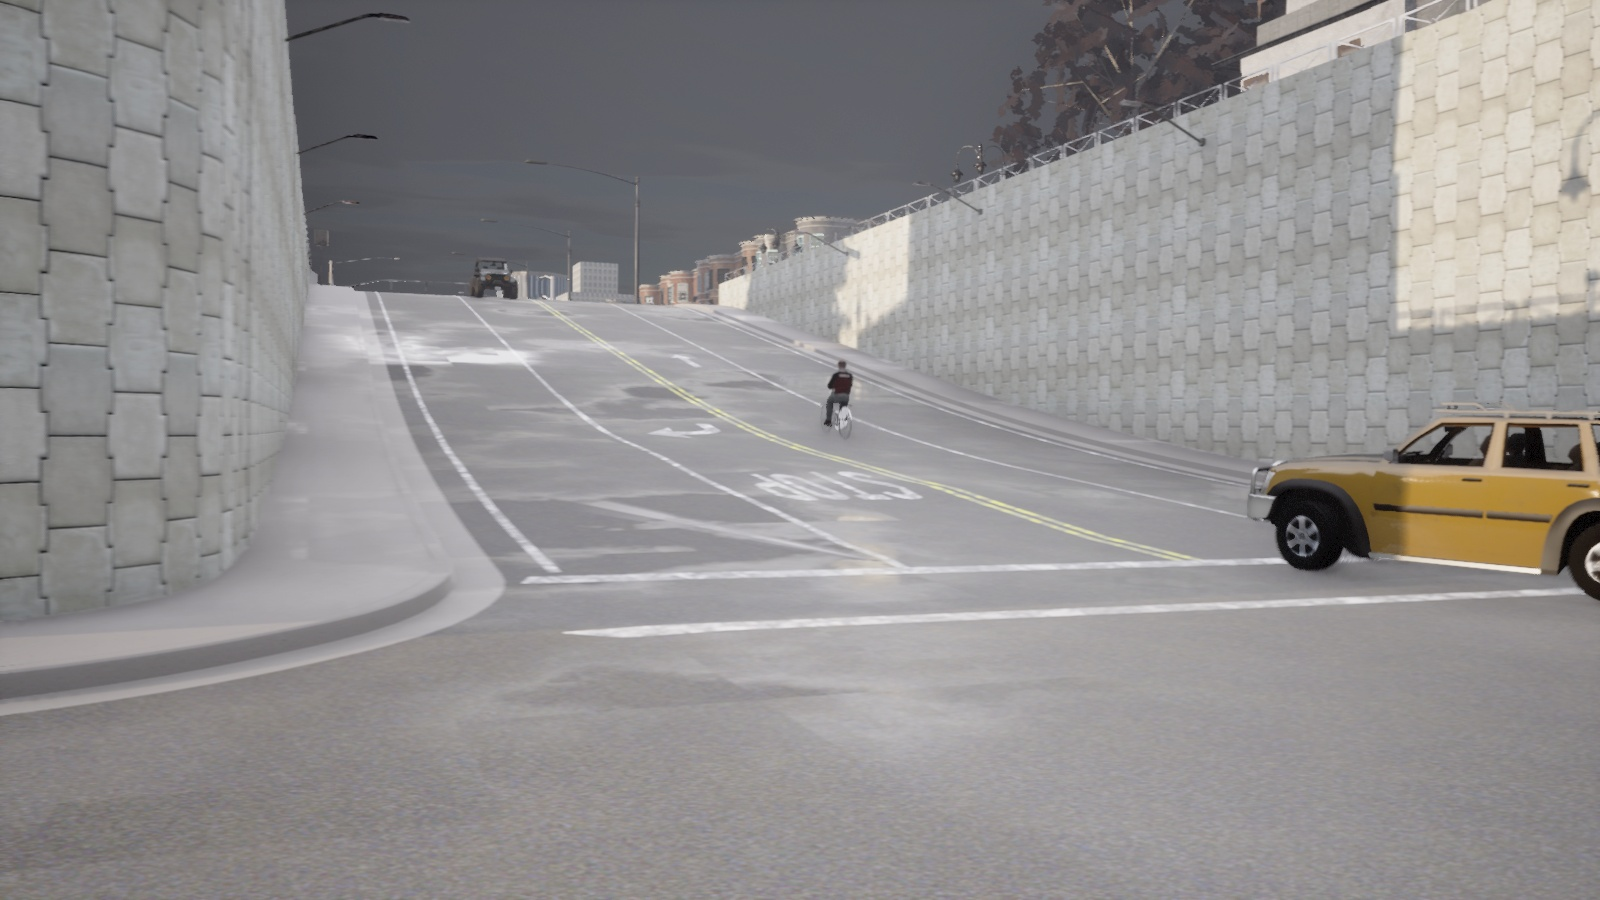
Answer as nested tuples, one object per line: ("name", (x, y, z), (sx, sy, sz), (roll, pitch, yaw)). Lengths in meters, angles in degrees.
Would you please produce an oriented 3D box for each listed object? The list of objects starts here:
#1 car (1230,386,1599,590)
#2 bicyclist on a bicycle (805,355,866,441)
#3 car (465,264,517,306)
("car", (7.128, 0.283, 13.131), (1.932, 1.855, 4.605), (-4, 4, -45))
("bicyclist on a bicycle", (0.785, -1.211, 28.643), (0.659, 1.776, 1.843), (-1, 8, -21))
("car", (-14.594, -7.804, 59.177), (1.905, 1.878, 3.866), (-1, 8, -21))
